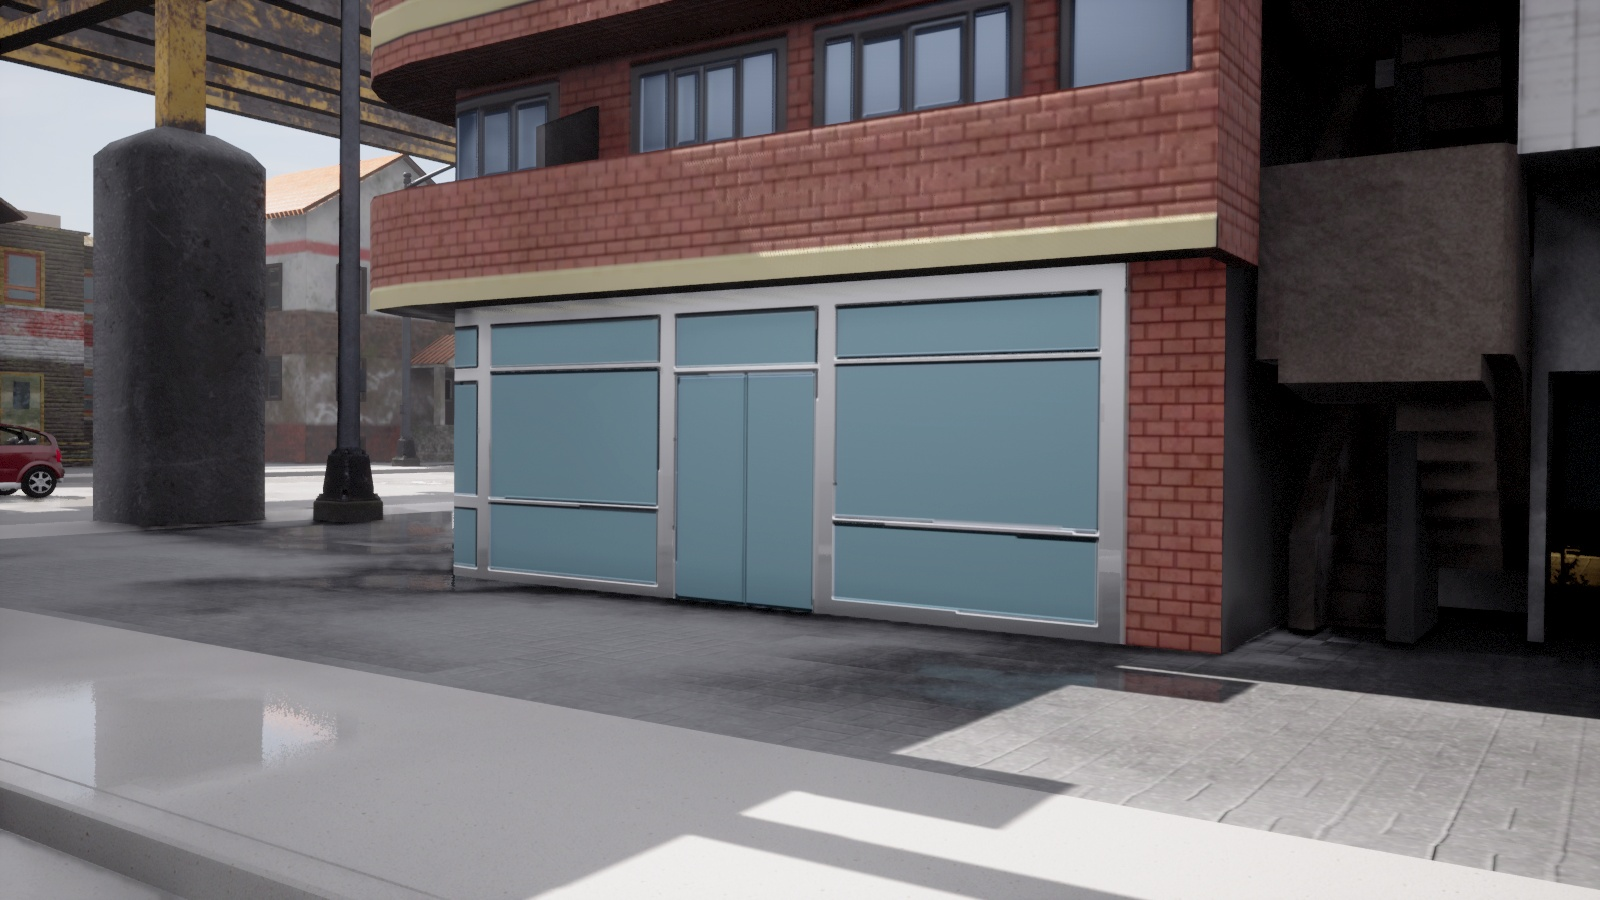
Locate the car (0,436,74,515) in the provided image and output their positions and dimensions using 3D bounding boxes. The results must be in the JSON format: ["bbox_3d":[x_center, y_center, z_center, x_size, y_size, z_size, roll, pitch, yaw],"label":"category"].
[{"bbox_3d":[-16.831,0.521,24.977,1.789,1.549,3.705,0,1,33],"label":"car"}]
